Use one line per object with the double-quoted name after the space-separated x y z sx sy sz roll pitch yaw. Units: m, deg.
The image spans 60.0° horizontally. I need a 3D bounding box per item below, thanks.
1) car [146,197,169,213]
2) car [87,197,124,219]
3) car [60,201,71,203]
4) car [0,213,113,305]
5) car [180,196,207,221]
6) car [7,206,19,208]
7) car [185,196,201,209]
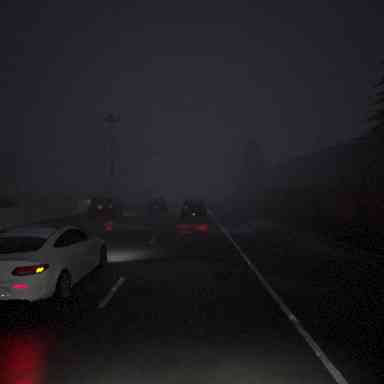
-3.363 1.222 33.054 1.882 1.535 5.008 0 0 0 "car"
-6.870 1.143 26.860 2.097 1.767 4.553 0 0 0 "car"
-20.991 1.072 53.759 2.128 1.511 4.902 0 1 1 "car"
-3.387 1.464 7.790 1.812 1.442 4.674 0 0 0 "car"
0.127 1.296 25.078 2.128 1.511 4.902 0 0 0 "car"
-17.548 1.257 29.938 2.128 1.511 4.902 0 0 0 "car"
0.143 1.206 41.426 1.812 1.442 4.674 0 1 0 "car"
